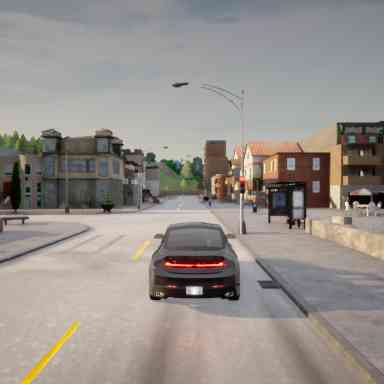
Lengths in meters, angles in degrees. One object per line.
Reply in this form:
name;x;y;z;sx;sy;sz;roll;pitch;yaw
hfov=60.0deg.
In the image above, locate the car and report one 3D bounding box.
car;0.068;1.505;8.337;1.837;1.490;4.892;0;0;1
